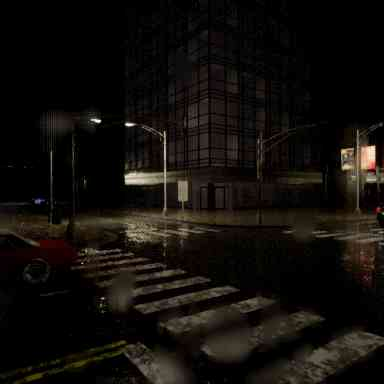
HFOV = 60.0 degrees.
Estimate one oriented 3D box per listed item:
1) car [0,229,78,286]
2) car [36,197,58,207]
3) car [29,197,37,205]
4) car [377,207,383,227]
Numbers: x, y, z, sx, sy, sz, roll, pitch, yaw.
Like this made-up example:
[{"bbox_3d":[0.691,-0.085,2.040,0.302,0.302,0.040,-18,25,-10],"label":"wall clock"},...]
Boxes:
[{"bbox_3d":[-5.329,1.601,7.868,4.718,1.301,1.895,0,0,-35],"label":"car"},{"bbox_3d":[-23.003,1.714,53.211,1.895,1.301,4.718,0,0,-35],"label":"car"},{"bbox_3d":[-28.697,1.691,61.444,2.033,1.411,5.357,0,0,-36],"label":"car"},{"bbox_3d":[14.401,1.228,21.818,5.566,2.045,2.150,0,0,-35],"label":"car"}]
